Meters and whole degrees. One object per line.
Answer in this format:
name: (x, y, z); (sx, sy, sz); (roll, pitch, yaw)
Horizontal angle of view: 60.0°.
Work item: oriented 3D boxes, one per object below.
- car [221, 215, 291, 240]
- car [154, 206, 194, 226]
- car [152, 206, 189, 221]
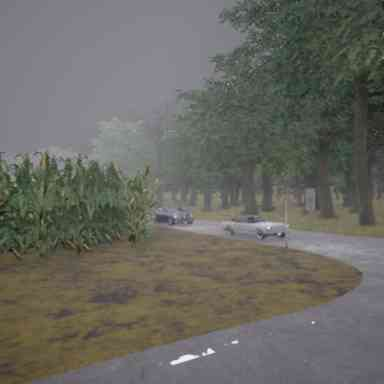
car: (3.858, 2.122, 20.730); (1.895, 1.301, 4.718); (0, -1, -29)
car: (-1.677, 2.100, 30.621); (2.097, 1.767, 4.553); (0, -1, -29)
car: (-2.569, 2.384, 38.254); (2.033, 1.411, 5.357); (0, -1, -29)
